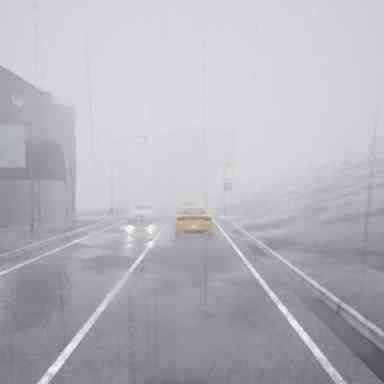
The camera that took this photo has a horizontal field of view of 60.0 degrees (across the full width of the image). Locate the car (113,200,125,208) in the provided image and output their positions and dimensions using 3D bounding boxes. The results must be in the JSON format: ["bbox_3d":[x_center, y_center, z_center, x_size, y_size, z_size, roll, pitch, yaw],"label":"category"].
[{"bbox_3d":[-13.991,2.400,65.433,2.097,1.767,4.553,-1,-2,-34],"label":"car"}]

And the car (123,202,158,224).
[{"bbox_3d":[-3.639,1.545,24.997,1.812,1.442,4.674,0,0,-1],"label":"car"}]

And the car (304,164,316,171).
[{"bbox_3d":[21.734,-4.042,57.301,2.231,1.521,4.892,0,1,-1],"label":"car"}]

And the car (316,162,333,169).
[{"bbox_3d":[21.862,-3.964,51.783,2.231,1.521,4.892,0,1,-1],"label":"car"}]

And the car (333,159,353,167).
[{"bbox_3d":[22.095,-3.828,46.241,2.002,1.452,4.674,0,1,-2],"label":"car"}]

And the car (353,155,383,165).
[{"bbox_3d":[22.447,-3.766,40.704,2.097,1.535,5.008,0,1,-4],"label":"car"}]

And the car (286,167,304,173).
[{"bbox_3d":[21.496,-4.299,68.237,2.185,1.767,4.553,0,1,-1],"label":"car"}]

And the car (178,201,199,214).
[{"bbox_3d":[-0.488,1.725,38.698,1.994,1.385,4.181,0,-1,-6],"label":"car"}]

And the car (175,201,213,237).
[{"bbox_3d":[0.101,1.474,18.160,1.882,1.535,5.008,0,0,0],"label":"car"}]

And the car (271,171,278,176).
[{"bbox_3d":[21.253,-4.429,79.404,2.185,1.767,4.553,0,1,-1],"label":"car"}]

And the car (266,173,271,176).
[{"bbox_3d":[21.133,-4.490,84.923,2.185,1.767,4.553,0,1,-1],"label":"car"}]

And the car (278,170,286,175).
[{"bbox_3d":[21.377,-4.198,73.731,2.002,1.452,4.674,0,1,-1],"label":"car"}]
